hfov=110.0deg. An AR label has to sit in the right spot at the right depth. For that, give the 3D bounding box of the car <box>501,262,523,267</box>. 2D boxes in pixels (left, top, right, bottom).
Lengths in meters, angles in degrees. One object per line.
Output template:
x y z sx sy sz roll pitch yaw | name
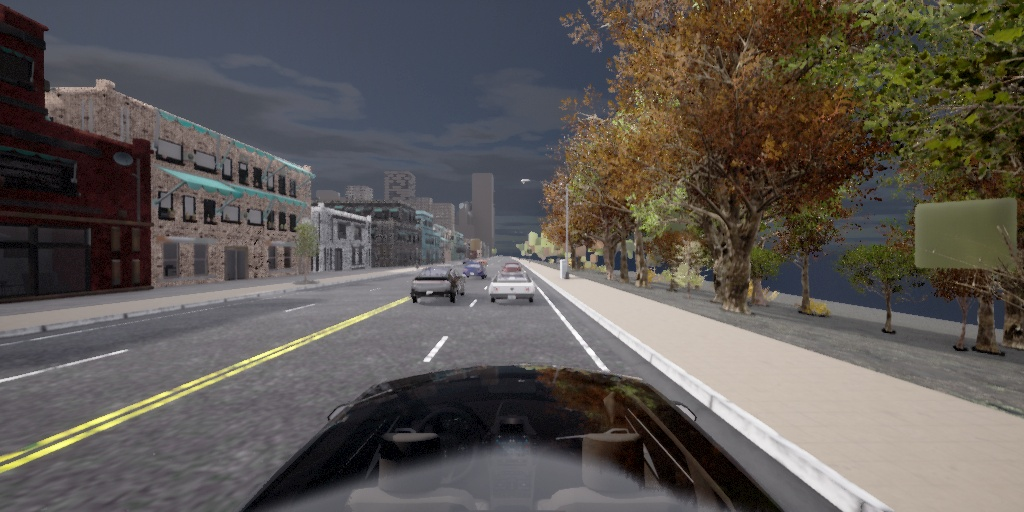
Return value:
0.000 1.275 31.502 1.812 1.442 4.674 0 0 0 | car

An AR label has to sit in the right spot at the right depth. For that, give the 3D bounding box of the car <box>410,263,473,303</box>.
-3.249 1.239 16.501 2.128 1.511 4.902 0 0 0 | car

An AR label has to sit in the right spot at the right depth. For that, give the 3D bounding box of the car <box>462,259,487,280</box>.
-3.250 1.275 31.501 1.812 1.442 4.674 0 0 0 | car

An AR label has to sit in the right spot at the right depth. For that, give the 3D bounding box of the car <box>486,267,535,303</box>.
0.000 1.361 16.531 1.895 1.301 4.718 0 0 0 | car
